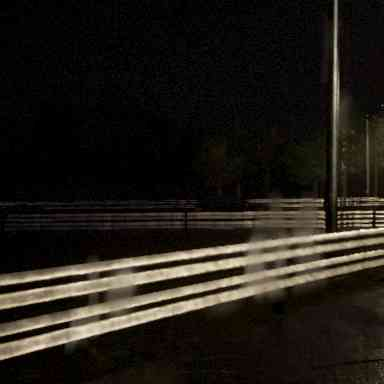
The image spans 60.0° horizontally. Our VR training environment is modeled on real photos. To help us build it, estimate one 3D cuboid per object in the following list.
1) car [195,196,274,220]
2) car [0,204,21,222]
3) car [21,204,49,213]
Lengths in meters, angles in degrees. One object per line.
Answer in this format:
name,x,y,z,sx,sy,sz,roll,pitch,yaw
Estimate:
car,2.922,1.333,23.674,5.566,2.045,2.150,-1,1,1
car,-17.678,1.874,27.688,5.357,1.411,2.033,-1,1,2
car,-15.705,1.826,31.118,4.181,1.385,1.994,-1,1,2
